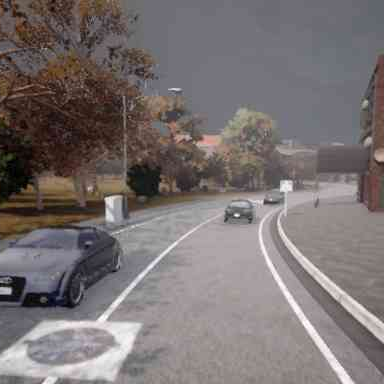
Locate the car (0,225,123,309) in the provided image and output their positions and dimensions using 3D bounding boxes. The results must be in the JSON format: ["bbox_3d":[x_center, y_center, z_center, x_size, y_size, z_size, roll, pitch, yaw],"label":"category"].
[{"bbox_3d":[-3.054,1.486,7.691,1.994,1.385,4.181,1,1,5],"label":"car"}]

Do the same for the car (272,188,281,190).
[{"bbox_3d":[13.361,0.167,53.371,1.837,1.490,4.892,4,3,34],"label":"car"}]

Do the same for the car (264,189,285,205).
[{"bbox_3d":[10.137,0.793,40.664,1.994,1.385,4.181,3,3,26],"label":"car"}]

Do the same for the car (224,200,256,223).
[{"bbox_3d":[3.418,1.250,23.251,1.812,1.442,4.674,2,2,15],"label":"car"}]
